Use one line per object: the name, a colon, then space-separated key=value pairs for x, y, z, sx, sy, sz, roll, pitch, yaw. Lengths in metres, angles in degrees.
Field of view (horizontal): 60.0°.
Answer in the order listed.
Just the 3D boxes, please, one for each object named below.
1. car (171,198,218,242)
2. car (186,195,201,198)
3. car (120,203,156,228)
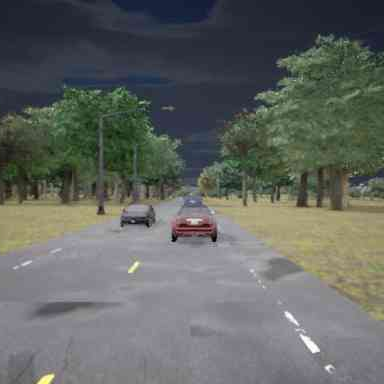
car: x=0.113 y=1.382 z=16.821 sx=2.097 sy=1.767 sz=4.553 roll=0 pitch=0 yaw=0
car: x=0.131 y=1.315 z=39.500 sx=2.150 sy=2.045 sz=5.566 roll=0 pitch=0 yaw=0
car: x=-3.579 y=1.521 z=22.731 sx=1.882 sy=1.535 sz=5.008 roll=0 pitch=0 yaw=0
